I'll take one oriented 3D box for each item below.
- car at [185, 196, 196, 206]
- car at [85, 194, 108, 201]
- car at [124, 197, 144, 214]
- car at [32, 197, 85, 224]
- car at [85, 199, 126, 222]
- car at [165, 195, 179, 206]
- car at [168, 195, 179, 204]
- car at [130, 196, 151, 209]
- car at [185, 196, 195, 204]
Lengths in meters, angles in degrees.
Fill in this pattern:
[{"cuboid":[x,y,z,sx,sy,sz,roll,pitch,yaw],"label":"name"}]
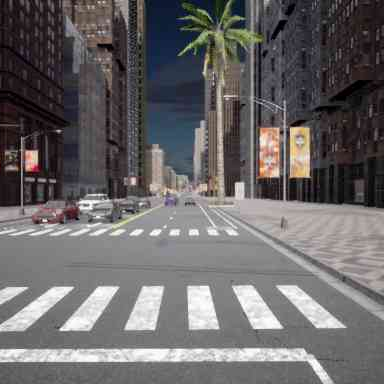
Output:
[{"cuboid":[-0.319,1.586,56.139,2.033,1.411,5.357,0,0,0],"label":"car"},{"cuboid":[-10.042,1.231,34.272,2.150,2.045,5.566,0,0,0],"label":"car"},{"cuboid":[-6.800,1.558,35.865,2.033,1.411,5.357,0,0,0],"label":"car"},{"cuboid":[-9.986,1.357,24.785,2.097,1.767,4.553,0,0,0],"label":"car"},{"cuboid":[-6.741,1.531,26.194,1.812,1.442,4.674,0,0,0],"label":"car"},{"cuboid":[-3.571,1.565,56.537,1.812,1.442,4.674,0,0,0],"label":"car"},{"cuboid":[-3.628,1.413,66.513,2.097,1.767,4.553,0,0,0],"label":"car"},{"cuboid":[-6.850,1.513,46.161,2.128,1.511,4.902,0,0,0],"label":"car"},{"cuboid":[-0.378,1.539,66.561,1.882,1.535,5.008,0,0,0],"label":"car"}]
